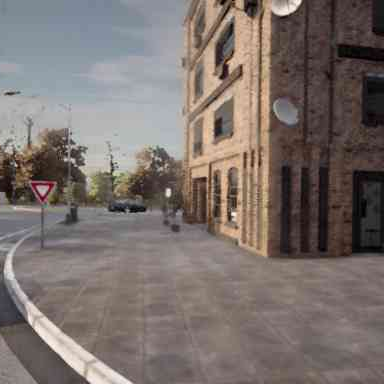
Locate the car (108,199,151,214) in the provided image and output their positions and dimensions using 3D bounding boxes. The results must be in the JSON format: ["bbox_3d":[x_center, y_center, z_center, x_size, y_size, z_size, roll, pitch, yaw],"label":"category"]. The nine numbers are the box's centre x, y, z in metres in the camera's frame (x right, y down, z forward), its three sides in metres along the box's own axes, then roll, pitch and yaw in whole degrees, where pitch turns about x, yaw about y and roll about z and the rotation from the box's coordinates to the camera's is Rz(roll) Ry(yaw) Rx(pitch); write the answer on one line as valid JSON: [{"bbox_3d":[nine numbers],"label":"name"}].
[{"bbox_3d":[-6.309,1.537,34.220,1.882,1.535,5.008,1,-3,34],"label":"car"}]
